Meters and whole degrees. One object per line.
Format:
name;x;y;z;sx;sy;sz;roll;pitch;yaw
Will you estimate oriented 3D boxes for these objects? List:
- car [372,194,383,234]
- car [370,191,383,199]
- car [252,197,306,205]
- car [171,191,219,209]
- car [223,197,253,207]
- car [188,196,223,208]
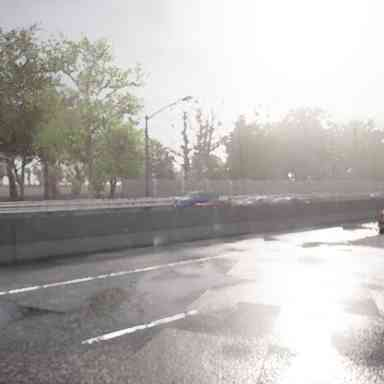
car;10.980;1.091;16.044;4.553;1.767;2.097;-1;1;-36
car;33.014;0.675;58.090;4.892;1.490;1.837;-1;1;-35
car;7.429;1.198;26.683;4.892;1.490;1.837;-1;1;-36
car;0.509;0.933;34.082;5.566;2.045;2.150;-1;1;-38
car;5.572;1.182;29.659;4.902;1.511;2.128;-1;1;-36
car;2.367;1.312;31.661;4.718;1.301;1.895;-1;1;-36
